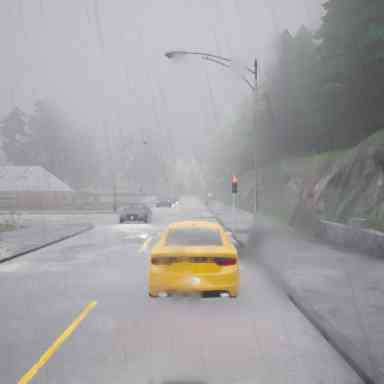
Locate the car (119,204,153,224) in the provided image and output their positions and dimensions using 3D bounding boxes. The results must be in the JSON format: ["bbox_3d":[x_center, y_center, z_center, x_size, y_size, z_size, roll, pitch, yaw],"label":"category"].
[{"bbox_3d":[-4.090,1.564,24.702,1.994,1.385,4.181,0,0,0],"label":"car"}]

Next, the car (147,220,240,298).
[{"bbox_3d":[0.056,1.478,8.569,1.882,1.535,5.008,0,0,1],"label":"car"}]

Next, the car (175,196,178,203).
[{"bbox_3d":[-4.044,1.564,60.819,1.994,1.385,4.181,0,0,0],"label":"car"}]

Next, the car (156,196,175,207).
[{"bbox_3d":[-4.076,1.352,49.534,2.097,1.767,4.553,0,0,0],"label":"car"}]
